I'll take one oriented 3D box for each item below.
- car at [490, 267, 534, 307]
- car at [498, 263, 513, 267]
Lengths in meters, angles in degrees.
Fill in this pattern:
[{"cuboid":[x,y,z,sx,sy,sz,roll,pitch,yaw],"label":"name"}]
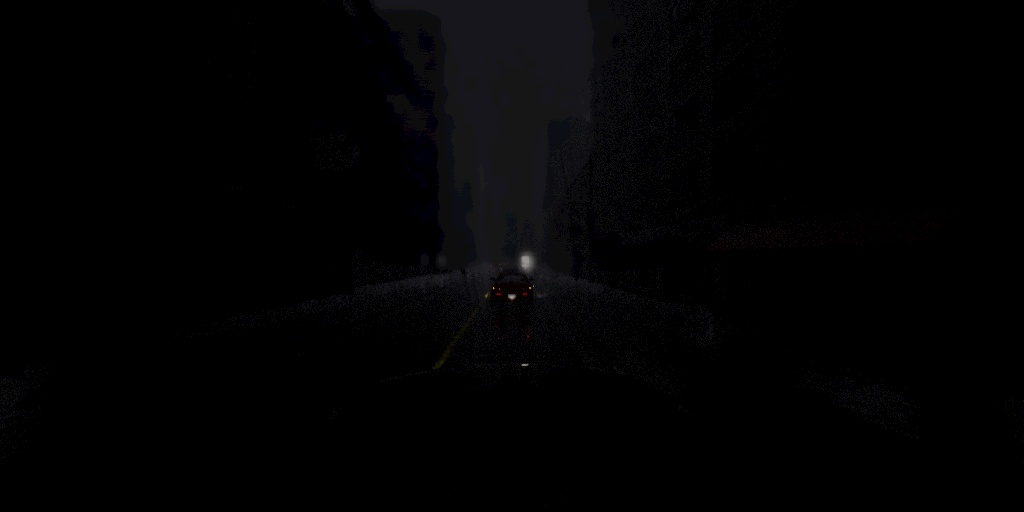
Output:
[{"cuboid":[0.001,1.414,16.233,1.812,1.442,4.674,0,0,0],"label":"car"},{"cuboid":[-0.003,1.591,31.158,1.994,1.385,4.181,0,0,0],"label":"car"}]
